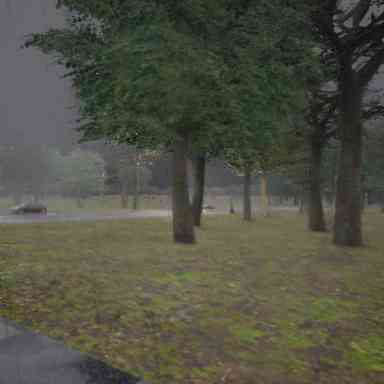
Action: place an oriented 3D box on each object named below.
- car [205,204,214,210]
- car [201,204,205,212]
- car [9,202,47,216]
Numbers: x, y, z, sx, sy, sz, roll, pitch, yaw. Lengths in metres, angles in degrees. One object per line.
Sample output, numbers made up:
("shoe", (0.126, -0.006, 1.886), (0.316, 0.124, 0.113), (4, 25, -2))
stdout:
("car", (3.509, 3.599, 79.579), (1.812, 1.442, 4.674), (1, -1, 36))
("car", (-0.290, 3.289, 62.382), (2.033, 1.411, 5.357), (1, -1, 35))
("car", (-21.836, 2.142, 44.370), (2.097, 1.767, 4.553), (1, -2, 36))
